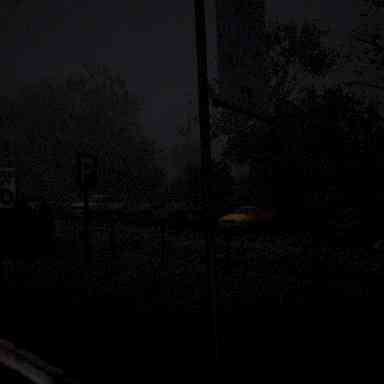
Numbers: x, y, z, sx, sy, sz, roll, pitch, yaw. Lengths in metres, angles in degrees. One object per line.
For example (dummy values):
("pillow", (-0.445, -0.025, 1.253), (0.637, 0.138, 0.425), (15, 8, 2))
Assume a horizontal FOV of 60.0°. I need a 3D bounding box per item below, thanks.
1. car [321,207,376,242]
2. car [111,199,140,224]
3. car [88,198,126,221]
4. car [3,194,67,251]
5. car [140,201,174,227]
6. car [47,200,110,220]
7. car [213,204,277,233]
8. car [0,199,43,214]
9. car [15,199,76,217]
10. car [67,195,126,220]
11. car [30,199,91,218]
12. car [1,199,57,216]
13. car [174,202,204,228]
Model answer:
("car", (8.056, 1.518, 16.913), (2.163, 1.488, 4.792), (0, 0, 35))
("car", (-3.243, 1.498, 24.972), (2.097, 1.535, 5.008), (0, 0, 35))
("car", (-5.507, 1.500, 26.578), (2.097, 1.535, 5.008), (0, 0, 35))
("car", (-7.858, 1.243, 12.168), (2.435, 2.045, 5.566), (0, 0, 35))
("car", (-0.978, 1.497, 23.367), (2.231, 1.521, 4.892), (0, 0, 35))
("car", (-10.040, 1.505, 29.781), (2.231, 1.521, 4.892), (0, 0, 35))
("car", (3.437, 1.489, 19.998), (1.946, 1.575, 5.366), (0, 0, 35))
("car", (-19.081, 1.515, 36.238), (2.163, 1.488, 4.792), (0, 0, 35))
("car", (-14.460, 1.497, 33.150), (1.946, 1.575, 5.366), (0, 0, 35))
("car", (-7.791, 1.250, 28.157), (2.435, 2.045, 5.566), (0, 0, 35))
("car", (-12.305, 1.503, 31.389), (2.097, 1.535, 5.008), (0, 0, 35))
("car", (-16.845, 1.527, 34.580), (2.163, 1.488, 4.792), (0, 0, 35))
("car", (1.298, 1.524, 21.779), (2.163, 1.488, 4.792), (0, 0, 35))
